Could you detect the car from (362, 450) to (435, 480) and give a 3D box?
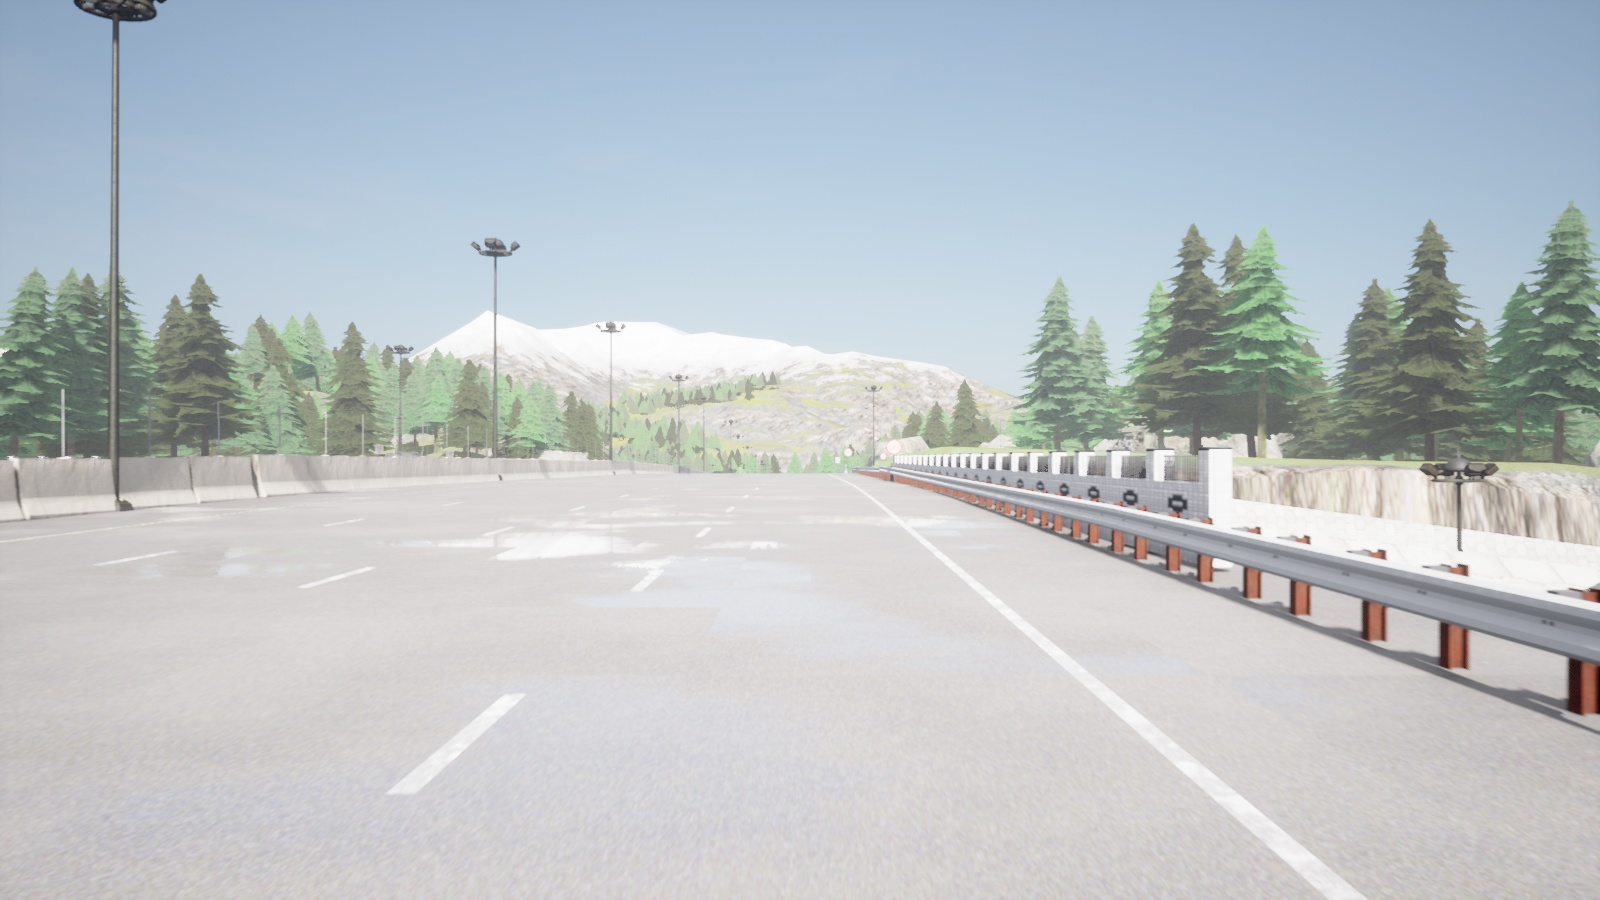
[{"bbox_3d":[-20.612,0.776,64.693,2.163,1.488,4.792,0,-1,0],"label":"car"}]
